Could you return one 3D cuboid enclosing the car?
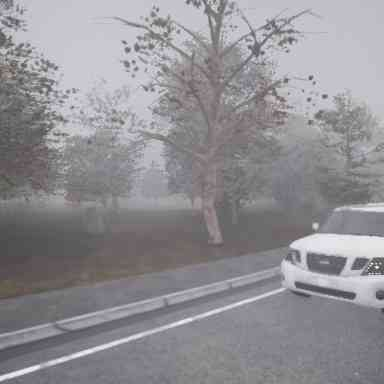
[{"bbox_3d":[4.406,1.298,7.916,5.566,2.045,2.150,0,-1,-42],"label":"car"}]
